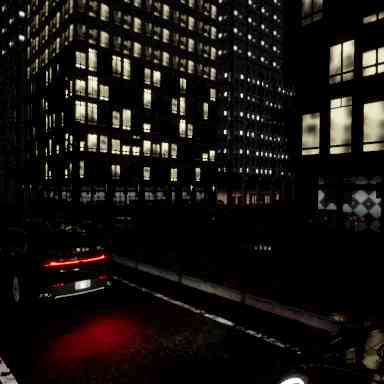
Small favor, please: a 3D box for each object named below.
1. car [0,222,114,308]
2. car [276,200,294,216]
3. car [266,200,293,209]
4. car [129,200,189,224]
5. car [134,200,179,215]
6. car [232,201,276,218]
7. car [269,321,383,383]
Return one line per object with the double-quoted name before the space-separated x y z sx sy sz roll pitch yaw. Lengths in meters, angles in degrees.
"car" -3.660 1.501 8.107 1.837 1.490 4.892 0 0 -41
"car" 10.320 1.936 37.450 4.206 1.307 1.802 1 0 -40
"car" 13.493 1.881 51.130 4.313 1.339 1.947 1 0 -40
"car" -2.581 1.523 26.504 5.009 1.841 2.192 1 0 -40
"car" -3.835 1.647 36.431 4.829 1.417 1.752 1 0 -40
"car" 6.149 1.832 33.911 4.829 1.417 1.752 1 0 -40
"car" 2.431 1.352 1.322 2.097 1.767 4.553 0 0 -41
